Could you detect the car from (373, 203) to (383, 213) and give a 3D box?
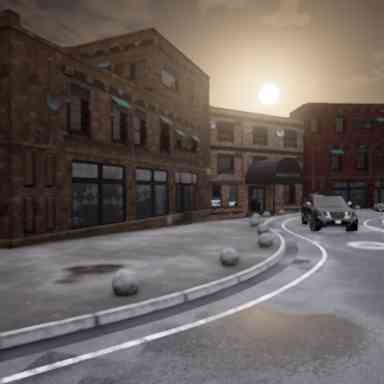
[{"bbox_3d":[19.095,1.314,30.232,4.718,1.301,1.895,0,0,-8],"label":"car"}]

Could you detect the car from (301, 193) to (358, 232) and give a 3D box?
[{"bbox_3d":[7.860,1.114,19.601,2.150,2.045,5.566,0,1,9],"label":"car"}]
